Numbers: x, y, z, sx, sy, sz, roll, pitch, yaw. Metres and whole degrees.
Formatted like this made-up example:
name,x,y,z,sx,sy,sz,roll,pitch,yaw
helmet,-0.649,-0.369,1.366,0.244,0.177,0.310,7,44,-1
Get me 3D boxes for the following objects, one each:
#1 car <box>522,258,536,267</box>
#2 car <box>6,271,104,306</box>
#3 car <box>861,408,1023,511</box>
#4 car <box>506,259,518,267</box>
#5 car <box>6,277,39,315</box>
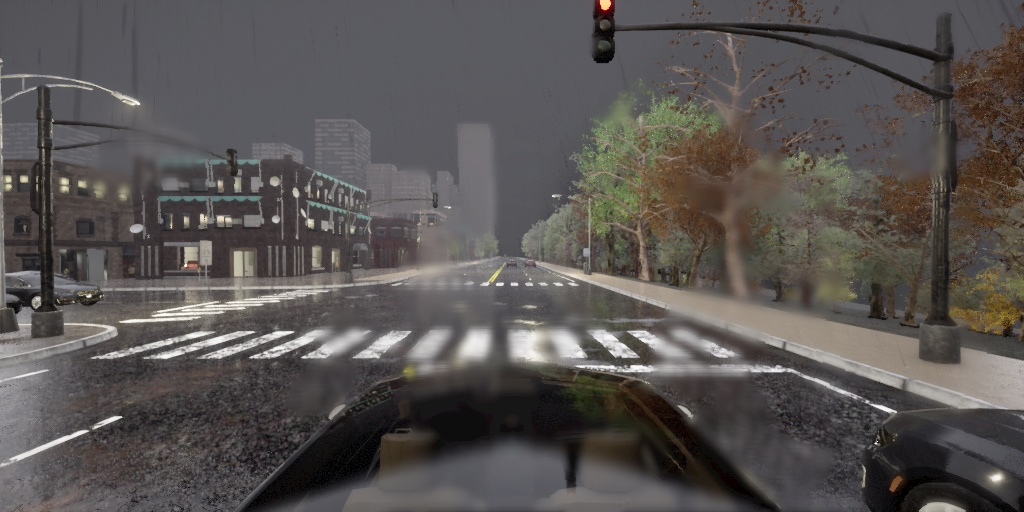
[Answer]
name,x,y,z,sx,sy,sz,roll,pitch,yaw
car,3.207,1.252,63.382,1.812,1.442,4.674,0,0,0
car,-20.314,1.480,15.147,4.892,1.490,1.837,-1,1,0
car,3.353,1.255,0.450,1.837,1.490,4.892,0,0,0
car,-0.044,1.231,63.068,1.837,1.490,4.892,0,0,0
car,-19.972,1.565,12.443,4.313,1.339,1.948,0,0,0
